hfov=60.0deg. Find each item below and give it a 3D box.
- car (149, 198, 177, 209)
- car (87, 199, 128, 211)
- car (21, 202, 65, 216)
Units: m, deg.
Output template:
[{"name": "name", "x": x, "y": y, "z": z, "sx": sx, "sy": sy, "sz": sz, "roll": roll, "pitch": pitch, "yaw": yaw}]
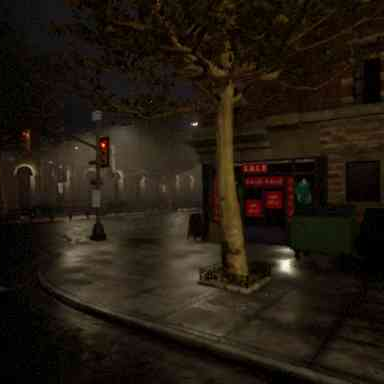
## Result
[{"name": "car", "x": -4.311, "y": 1.657, "z": 49.881, "sx": 1.882, "sy": 1.535, "sz": 5.008, "roll": 0, "pitch": 0, "yaw": 36}, {"name": "car", "x": -10.206, "y": 1.672, "z": 41.795, "sx": 2.128, "sy": 1.511, "sz": 4.902, "roll": 0, "pitch": 0, "yaw": 36}, {"name": "car", "x": -15.416, "y": 1.744, "z": 34.634, "sx": 1.994, "sy": 1.385, "sz": 4.181, "roll": 0, "pitch": 0, "yaw": 36}]
